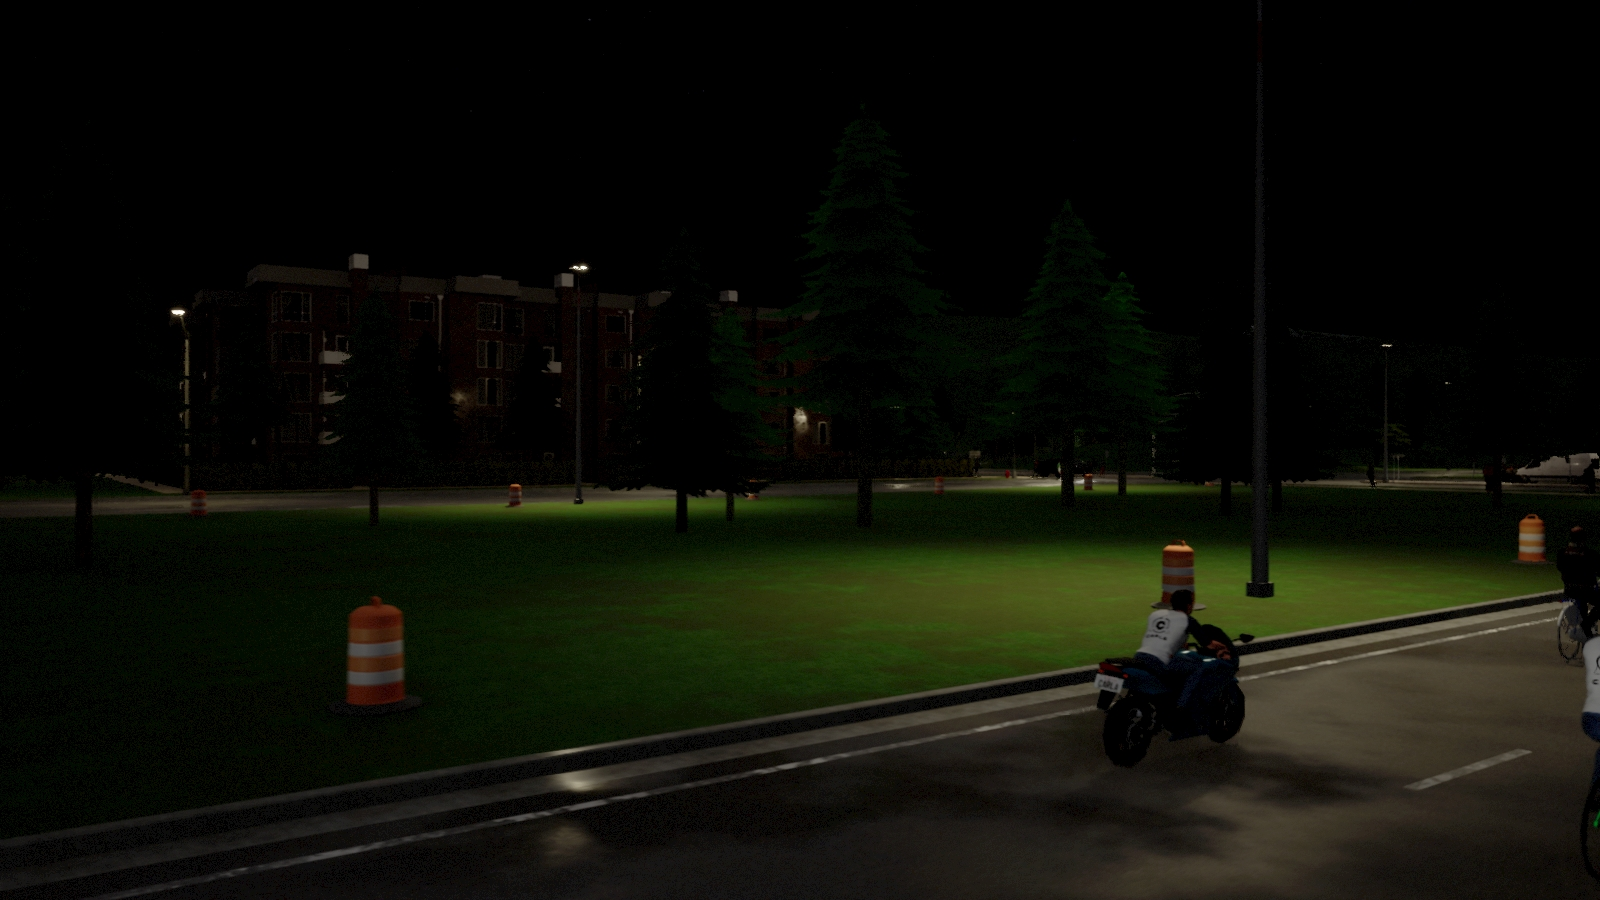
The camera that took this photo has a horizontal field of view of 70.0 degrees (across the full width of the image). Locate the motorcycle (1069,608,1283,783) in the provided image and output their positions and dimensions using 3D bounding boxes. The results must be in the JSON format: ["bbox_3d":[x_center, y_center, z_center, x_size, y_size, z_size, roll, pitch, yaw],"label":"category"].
[{"bbox_3d":[3.475,2.187,10.490,2.033,1.199,0.803,-1,0,-35],"label":"motorcycle"}]

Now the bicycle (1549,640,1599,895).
[{"bbox_3d":[5.653,2.056,7.741,1.643,1.496,0.373,0,0,-35],"label":"bicycle"}]

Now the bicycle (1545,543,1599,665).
[{"bbox_3d":[10.758,2.060,15.597,1.835,1.471,0.329,-1,0,-35],"label":"bicycle"}]
